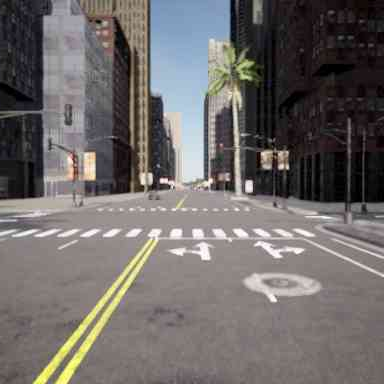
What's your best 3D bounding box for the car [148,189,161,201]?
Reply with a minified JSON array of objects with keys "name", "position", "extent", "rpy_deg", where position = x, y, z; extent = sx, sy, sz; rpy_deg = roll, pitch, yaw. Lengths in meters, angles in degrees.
[{"name":"car","position":[-6.513,0.732,57.726],"extent":[1.882,1.535,5.008],"rpy_deg":[0,2,0]}]
